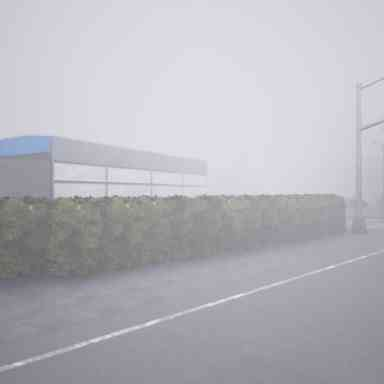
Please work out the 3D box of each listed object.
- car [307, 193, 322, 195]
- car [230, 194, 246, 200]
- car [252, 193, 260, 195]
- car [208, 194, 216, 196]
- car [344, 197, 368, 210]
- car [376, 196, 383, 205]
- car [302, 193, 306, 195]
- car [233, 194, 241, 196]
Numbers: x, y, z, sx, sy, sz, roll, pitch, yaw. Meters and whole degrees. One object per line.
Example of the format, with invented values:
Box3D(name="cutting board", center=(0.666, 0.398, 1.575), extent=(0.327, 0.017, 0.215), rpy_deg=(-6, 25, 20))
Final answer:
Box3D(name="car", center=(27.032, 1.097, 70.782), extent=(4.605, 1.855, 1.932), rpy_deg=(0, 0, -41))
Box3D(name="car", center=(12.092, 1.232, 87.107), extent=(3.806, 1.475, 1.970), rpy_deg=(0, 0, -41))
Box3D(name="car", center=(16.510, 1.153, 82.442), extent=(5.027, 1.636, 2.152), rpy_deg=(0, 0, -41))
Box3D(name="car", center=(4.355, 1.298, 85.307), extent=(4.514, 1.523, 2.007), rpy_deg=(0, 0, -41))
Box3D(name="car", center=(19.236, 1.339, 39.639), extent=(4.514, 1.523, 2.007), rpy_deg=(0, 0, -41))
Box3D(name="car", center=(31.434, 1.384, 54.012), extent=(3.806, 1.475, 1.970), rpy_deg=(0, 0, -41))
Box3D(name="car", center=(24.829, 1.077, 72.721), extent=(3.866, 1.878, 1.905), rpy_deg=(0, 0, -41))
Box3D(name="car", center=(8.820, 1.298, 63.597), extent=(4.514, 1.523, 2.007), rpy_deg=(0, 0, -41))
